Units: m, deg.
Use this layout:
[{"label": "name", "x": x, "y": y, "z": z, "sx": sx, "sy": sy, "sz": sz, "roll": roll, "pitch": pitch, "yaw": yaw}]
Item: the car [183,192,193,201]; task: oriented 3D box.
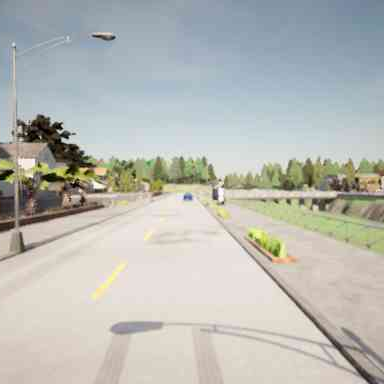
[{"label": "car", "x": -0.755, "y": 0.946, "z": 63.038, "sx": 1.882, "sy": 1.535, "sz": 5.008, "roll": -1, "pitch": 0, "yaw": -1}]

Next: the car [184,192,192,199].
[{"label": "car", "x": -0.884, "y": 0.787, "z": 73.457, "sx": 1.812, "sy": 1.442, "sz": 4.674, "roll": -1, "pitch": 0, "yaw": -1}]
